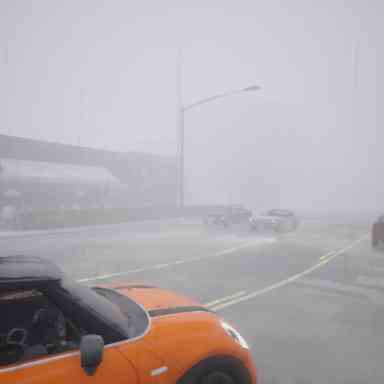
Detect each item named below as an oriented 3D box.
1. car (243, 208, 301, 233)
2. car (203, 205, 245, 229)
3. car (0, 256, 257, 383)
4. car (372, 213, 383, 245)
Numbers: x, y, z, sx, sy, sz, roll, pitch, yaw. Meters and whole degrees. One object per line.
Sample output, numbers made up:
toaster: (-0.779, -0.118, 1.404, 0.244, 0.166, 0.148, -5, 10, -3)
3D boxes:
car: (5.423, 1.793, 21.622, 1.895, 1.301, 4.718, 0, -1, 36)
car: (2.640, 1.721, 23.746, 2.128, 1.511, 4.902, 0, -1, 36)
car: (-1.587, 1.365, 2.785, 4.553, 1.767, 2.097, 1, -1, -34)
car: (9.830, 1.649, 15.688, 1.882, 1.535, 5.008, 0, 0, 37)
